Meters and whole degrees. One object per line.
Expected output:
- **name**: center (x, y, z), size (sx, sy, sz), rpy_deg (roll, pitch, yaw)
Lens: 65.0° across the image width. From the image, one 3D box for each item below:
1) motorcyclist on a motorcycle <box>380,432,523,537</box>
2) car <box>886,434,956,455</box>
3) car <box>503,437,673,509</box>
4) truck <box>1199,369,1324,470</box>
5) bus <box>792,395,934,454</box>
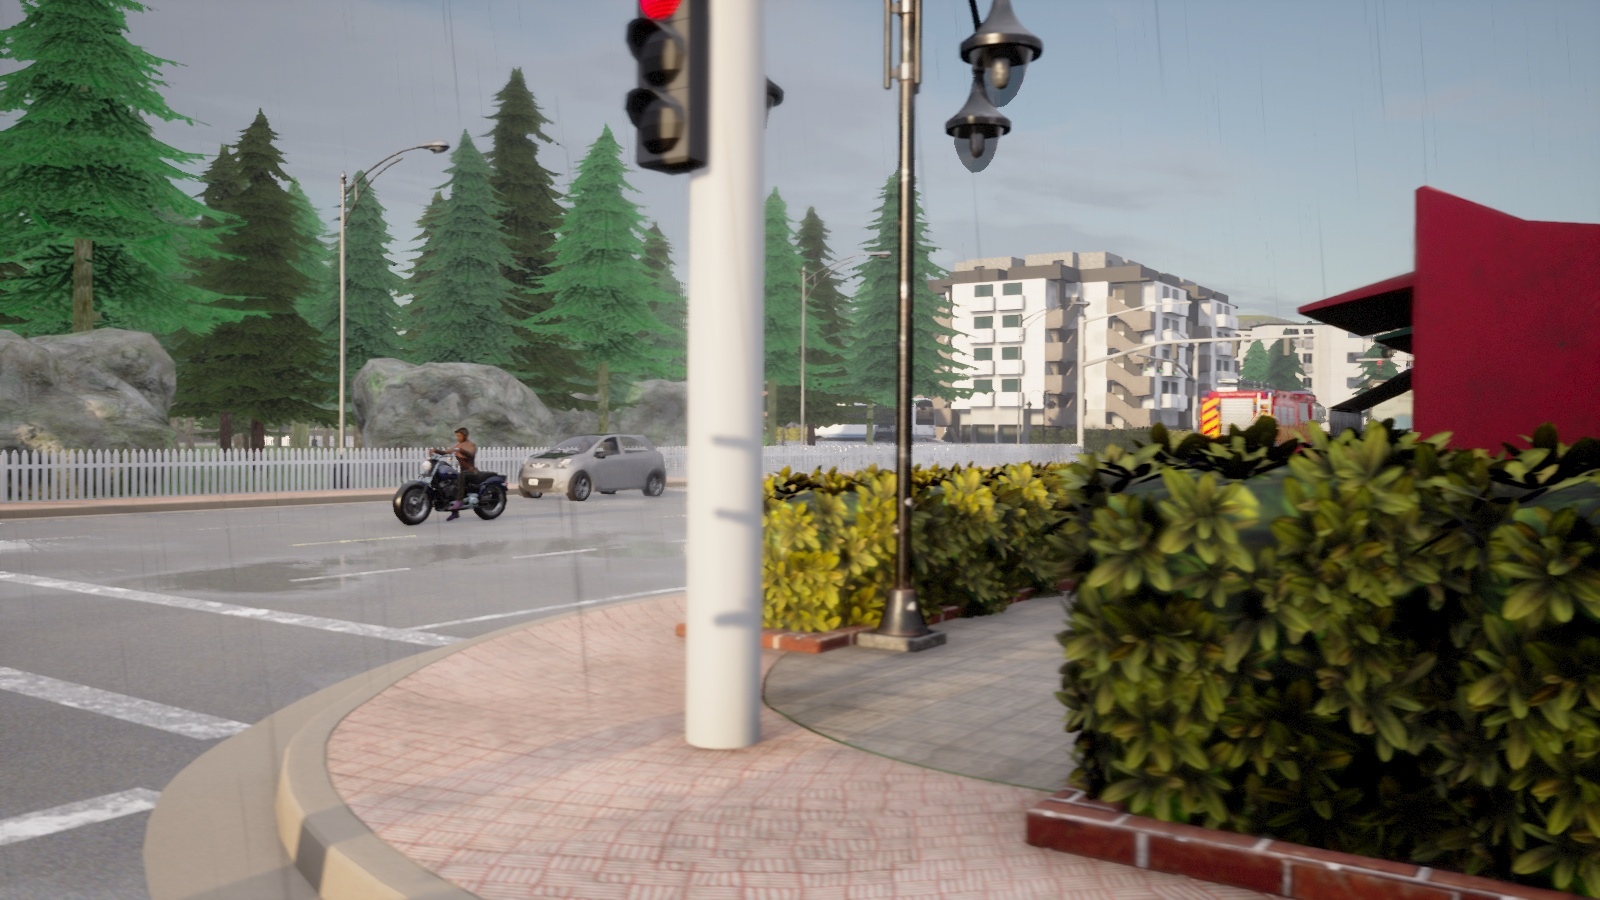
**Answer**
- **motorcyclist on a motorcycle**: center (-5.807, 0.529, 21.094), size (0.766, 1.649, 2.350), rpy_deg (0, 1, 34)
- **car**: center (8.490, -0.399, 88.283), size (4.674, 1.442, 1.812), rpy_deg (0, 1, 36)
- **car**: center (-4.804, 0.484, 28.834), size (1.845, 1.501, 3.633), rpy_deg (0, 1, 34)
- **truck**: center (19.242, -1.240, 51.945), size (2.891, 3.827, 8.468), rpy_deg (0, 1, 34)
- **bus**: center (4.701, -1.850, 95.252), size (10.273, 4.253, 3.944), rpy_deg (0, 1, 35)
